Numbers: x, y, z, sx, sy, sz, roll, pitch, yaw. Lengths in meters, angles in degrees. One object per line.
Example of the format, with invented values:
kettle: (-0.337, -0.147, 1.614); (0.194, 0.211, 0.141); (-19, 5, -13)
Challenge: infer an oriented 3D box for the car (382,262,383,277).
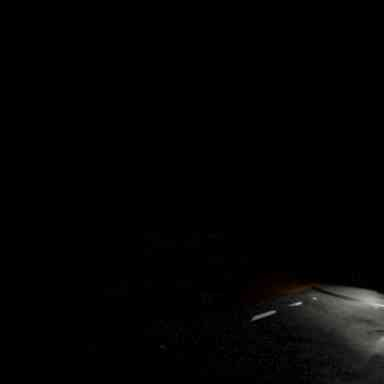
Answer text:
car: (6.687, 1.550, 8.565); (4.674, 1.442, 1.812); (0, 0, -38)
